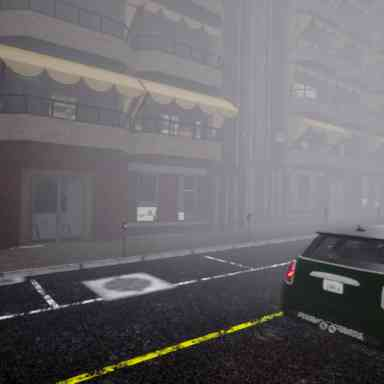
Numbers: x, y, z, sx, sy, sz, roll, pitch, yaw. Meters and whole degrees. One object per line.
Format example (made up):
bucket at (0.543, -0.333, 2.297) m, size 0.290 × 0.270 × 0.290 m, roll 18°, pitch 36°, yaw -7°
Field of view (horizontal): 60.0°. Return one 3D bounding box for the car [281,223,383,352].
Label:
car at (3.721, 1.356, 5.933) m, size 4.553 × 1.767 × 2.097 m, roll 0°, pitch 0°, yaw -36°
